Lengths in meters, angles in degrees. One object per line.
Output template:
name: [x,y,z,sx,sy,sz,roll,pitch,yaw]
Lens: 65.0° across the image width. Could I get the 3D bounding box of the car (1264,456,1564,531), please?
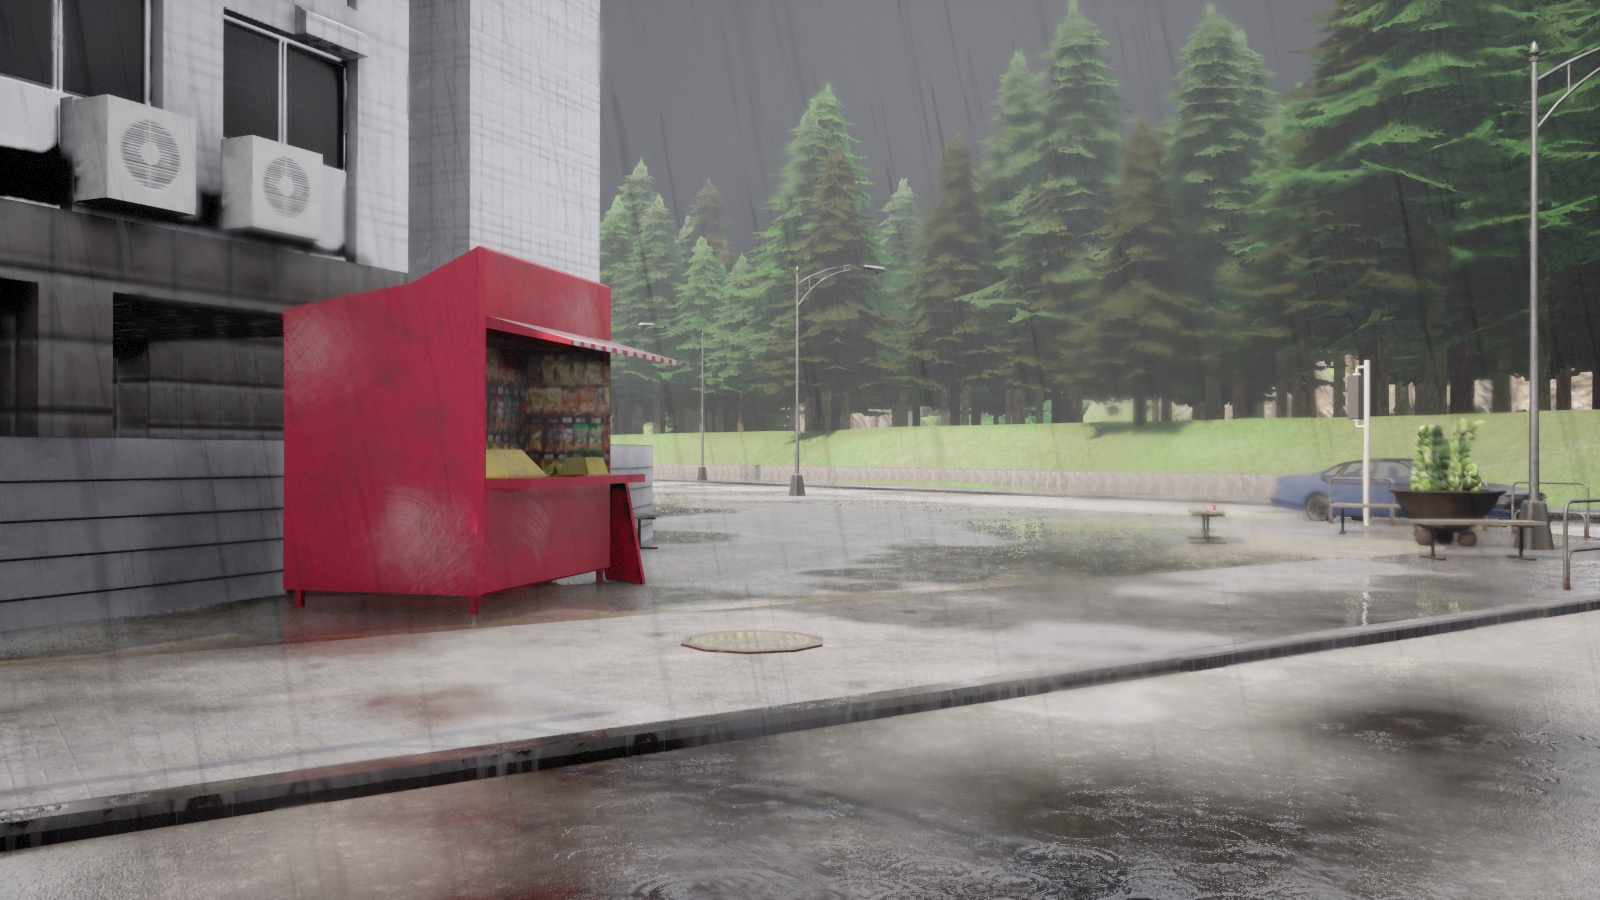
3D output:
car: [12.711,0.830,26.387,2.033,1.411,5.357,0,0,-35]
